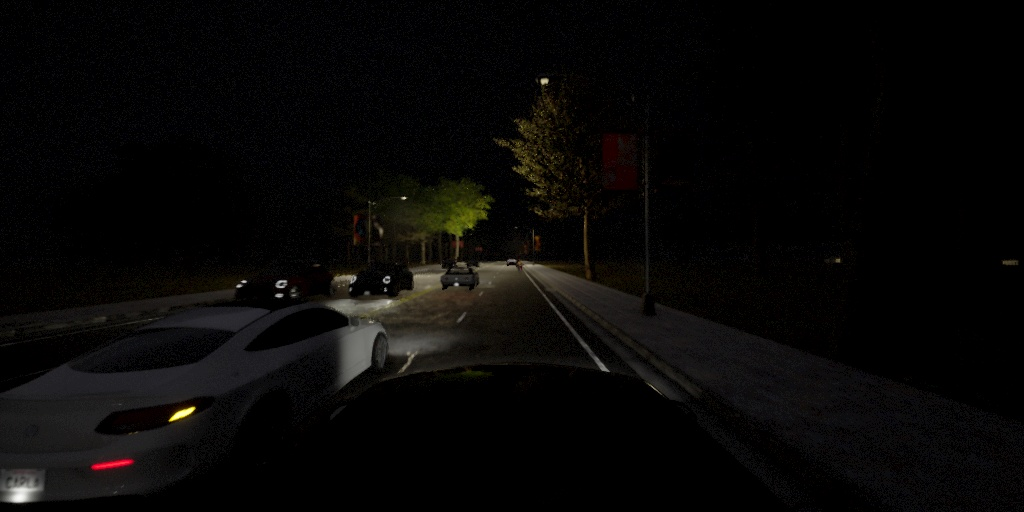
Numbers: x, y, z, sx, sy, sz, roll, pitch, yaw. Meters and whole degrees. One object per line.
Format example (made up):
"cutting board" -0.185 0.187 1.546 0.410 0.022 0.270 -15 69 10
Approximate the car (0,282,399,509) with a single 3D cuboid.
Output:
"car" -3.151 1.275 4.613 1.812 1.442 4.674 0 0 0

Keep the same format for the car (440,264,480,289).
"car" -3.161 1.348 22.610 1.895 1.301 4.718 0 0 0

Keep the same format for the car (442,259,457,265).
"car" -9.821 1.262 56.435 1.837 1.490 4.892 0 0 1

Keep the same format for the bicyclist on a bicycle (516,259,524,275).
"bicyclist on a bicycle" 0.884 1.185 37.860 0.866 1.612 1.509 0 -1 0

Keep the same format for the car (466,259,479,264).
"car" -6.558 1.285 59.962 1.812 1.442 4.674 0 0 1

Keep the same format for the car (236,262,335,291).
"car" -9.852 1.100 15.985 2.097 1.767 4.553 0 0 0

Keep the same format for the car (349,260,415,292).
"car" -6.602 1.100 18.569 2.097 1.767 4.553 0 0 0
